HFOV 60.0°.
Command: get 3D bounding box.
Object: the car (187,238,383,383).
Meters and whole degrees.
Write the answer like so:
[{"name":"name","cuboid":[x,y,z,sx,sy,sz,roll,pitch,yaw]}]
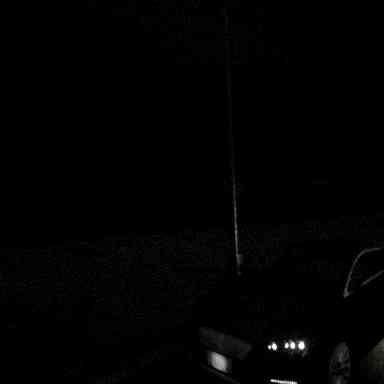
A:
[{"name":"car","cuboid":[2.039,1.569,5.303,4.902,1.511,2.128,0,-2,-44]}]
